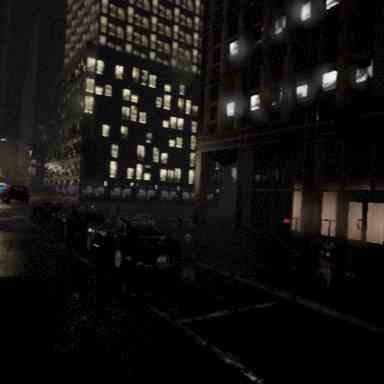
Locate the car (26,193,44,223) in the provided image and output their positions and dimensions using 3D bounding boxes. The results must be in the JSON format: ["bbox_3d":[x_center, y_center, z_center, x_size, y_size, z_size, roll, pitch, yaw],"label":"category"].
[{"bbox_3d":[-8.370,1.049,19.830,1.887,1.381,4.507,5,-1,-34],"label":"car"}]

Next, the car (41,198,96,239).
[{"bbox_3d":[-5.176,1.249,15.115,2.008,1.369,4.403,5,-1,-34],"label":"car"}]

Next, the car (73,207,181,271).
[{"bbox_3d":[-1.981,1.443,10.402,2.008,1.369,4.403,5,-1,-34],"label":"car"}]

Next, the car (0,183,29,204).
[{"bbox_3d":[-17.937,0.230,33.975,2.192,1.841,5.009,5,-1,-34],"label":"car"}]
